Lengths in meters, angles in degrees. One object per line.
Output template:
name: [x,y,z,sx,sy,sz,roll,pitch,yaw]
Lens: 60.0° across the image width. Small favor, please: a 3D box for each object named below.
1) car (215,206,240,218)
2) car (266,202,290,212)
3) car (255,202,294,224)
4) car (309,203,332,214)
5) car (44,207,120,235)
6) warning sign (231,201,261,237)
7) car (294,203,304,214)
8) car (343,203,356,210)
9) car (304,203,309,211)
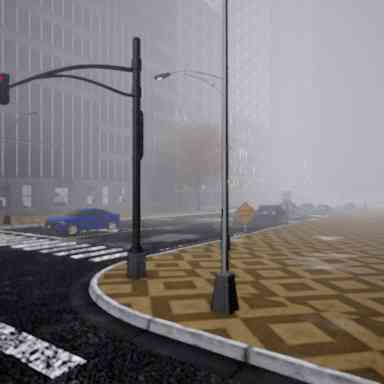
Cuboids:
car: [4.468,2.241,38.396,1.895,1.301,4.718,0,-1,33]
car: [13.558,2.283,52.370,2.033,1.411,5.357,0,-1,33]
car: [7.487,1.913,30.695,2.097,1.767,4.553,0,-1,33]
car: [19.294,2.499,49.128,2.033,1.411,5.357,0,-1,33]
car: [-6.758,1.746,20.927,1.882,1.535,5.008,0,-1,33]
warning sign: [3.011,1.455,18.620,1.300,1.860,1.060,1,1,33]
car: [13.671,2.206,46.440,2.097,1.767,4.553,0,-1,33]
car: [31.288,2.838,65.839,1.812,1.442,4.674,0,-1,33]
car: [18.994,2.534,54.819,1.837,1.490,4.892,0,-1,33]
